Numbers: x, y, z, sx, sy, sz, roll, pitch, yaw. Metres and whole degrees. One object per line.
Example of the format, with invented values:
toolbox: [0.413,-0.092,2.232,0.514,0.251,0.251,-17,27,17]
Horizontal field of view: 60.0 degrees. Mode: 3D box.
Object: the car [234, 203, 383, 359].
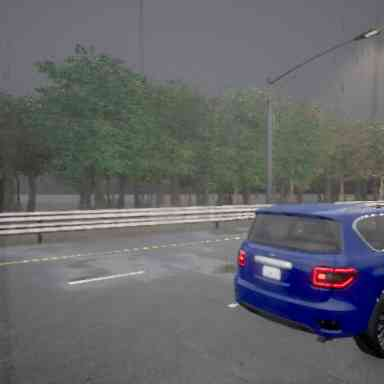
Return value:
car: [3.300,1.224,6.221,5.566,2.045,2.150,0,0,-35]
